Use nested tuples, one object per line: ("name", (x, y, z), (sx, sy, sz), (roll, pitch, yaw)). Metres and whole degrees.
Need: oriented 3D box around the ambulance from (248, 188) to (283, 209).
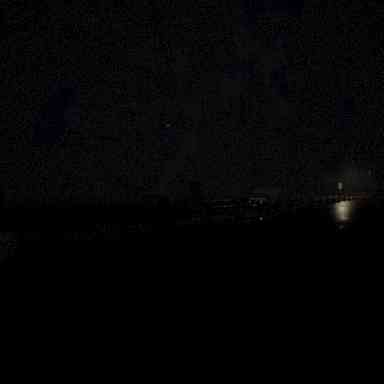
("ambulance", (9.142, 0.799, 41.410), (2.351, 2.431, 6.366), (2, 2, 35))
